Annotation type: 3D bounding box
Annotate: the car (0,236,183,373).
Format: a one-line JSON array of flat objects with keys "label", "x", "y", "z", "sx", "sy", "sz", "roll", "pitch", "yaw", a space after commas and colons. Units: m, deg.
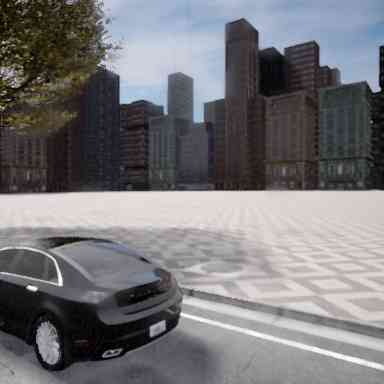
[{"label": "car", "x": -2.415, "y": 1.528, "z": 5.723, "sx": 4.892, "sy": 1.490, "sz": 1.837, "roll": 0, "pitch": 0, "yaw": 36}]
